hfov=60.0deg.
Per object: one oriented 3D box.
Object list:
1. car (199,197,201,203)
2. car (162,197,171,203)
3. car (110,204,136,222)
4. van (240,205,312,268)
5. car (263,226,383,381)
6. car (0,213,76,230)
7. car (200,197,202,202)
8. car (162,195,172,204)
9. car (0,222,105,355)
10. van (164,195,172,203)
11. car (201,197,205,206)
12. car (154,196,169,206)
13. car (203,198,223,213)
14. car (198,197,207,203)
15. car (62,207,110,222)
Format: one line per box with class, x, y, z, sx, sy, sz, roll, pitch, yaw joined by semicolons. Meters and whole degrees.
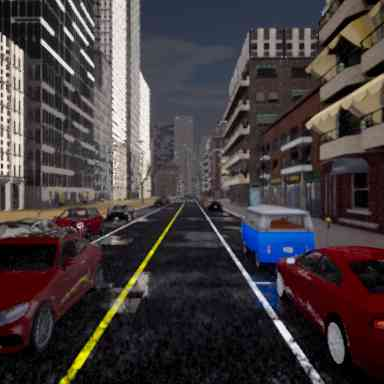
car;2.516;1.776;60.801;1.887;1.381;4.507;0;0;0
car;-5.912;1.892;77.345;1.947;1.339;4.313;0;0;0
car;-5.767;1.675;27.640;1.947;1.339;4.313;0;0;0
van;2.661;1.374;11.095;1.690;1.788;3.998;0;0;0
car;2.678;1.559;5.572;1.887;1.381;4.507;0;0;0
car;-5.719;1.601;11.071;2.008;1.369;4.403;0;0;0
car;2.548;1.708;49.925;1.752;1.417;4.829;0;0;0
car;-5.898;1.614;71.823;2.192;1.841;5.009;0;0;0
car;-3.010;1.554;6.287;1.812;1.442;4.674;0;0;0
van;-5.930;1.694;82.869;1.690;1.788;3.998;0;0;0
car;2.565;1.684;44.402;1.752;1.417;4.829;0;0;0
car;-5.864;1.815;60.777;1.947;1.339;4.313;0;0;0
car;2.582;1.701;38.710;1.947;1.339;4.313;0;0;0
car;2.468;1.853;77.369;1.887;1.381;4.507;0;0;0
car;-5.736;1.510;16.595;1.967;1.590;4.097;0;0;0
